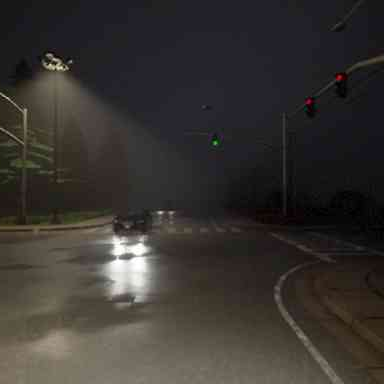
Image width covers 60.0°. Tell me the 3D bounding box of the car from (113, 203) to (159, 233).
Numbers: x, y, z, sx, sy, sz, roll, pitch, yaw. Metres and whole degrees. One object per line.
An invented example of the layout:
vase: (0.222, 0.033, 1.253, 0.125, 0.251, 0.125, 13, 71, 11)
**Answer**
car: (-3.522, 1.650, 20.573, 2.128, 1.511, 4.902, 0, -1, 0)

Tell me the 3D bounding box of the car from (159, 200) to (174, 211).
car: (-3.551, 1.869, 46.169, 1.837, 1.490, 4.892, 0, 0, 0)
